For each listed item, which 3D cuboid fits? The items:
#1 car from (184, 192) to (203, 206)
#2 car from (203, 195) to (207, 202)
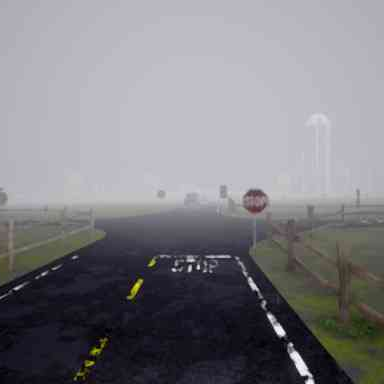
[{"bbox_3d":[0.065,1.095,52.191,2.150,2.045,5.566,0,0,7],"label":"car"},{"bbox_3d":[1.991,1.335,67.544,2.128,1.511,4.902,0,0,8],"label":"car"}]
